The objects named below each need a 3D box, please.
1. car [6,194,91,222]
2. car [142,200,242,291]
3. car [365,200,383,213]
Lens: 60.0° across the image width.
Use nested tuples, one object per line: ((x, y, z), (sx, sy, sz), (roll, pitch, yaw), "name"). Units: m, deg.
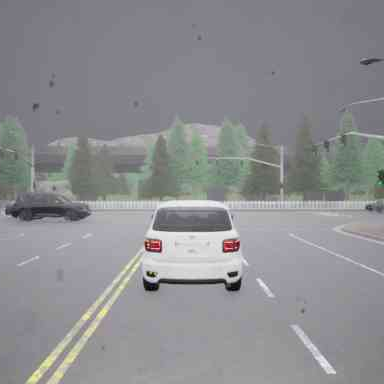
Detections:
((-10.629, 1.196, 25.317), (5.566, 2.045, 2.150), (0, 0, 0), "car")
((0.008, 1.221, 9.127), (2.150, 2.045, 5.566), (0, 0, 0), "car")
((21.209, 1.508, 36.156), (4.181, 1.385, 1.994), (0, 0, 0), "car")
